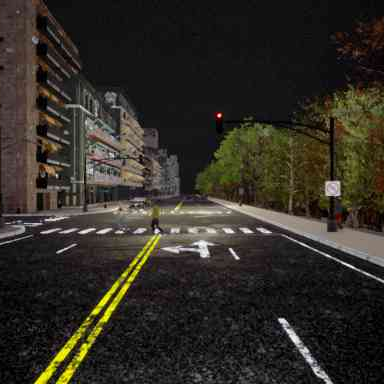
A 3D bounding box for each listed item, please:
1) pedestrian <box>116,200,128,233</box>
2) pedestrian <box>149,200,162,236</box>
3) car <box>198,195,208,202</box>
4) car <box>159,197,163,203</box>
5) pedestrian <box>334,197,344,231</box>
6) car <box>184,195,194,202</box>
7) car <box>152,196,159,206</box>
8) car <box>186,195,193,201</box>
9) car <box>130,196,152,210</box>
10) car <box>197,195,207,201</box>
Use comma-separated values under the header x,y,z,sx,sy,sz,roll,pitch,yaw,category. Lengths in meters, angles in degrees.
x,y,z,sx,sy,sz,roll,pitch,yaw,category
-3.868,1.304,18.284,0.375,1.860,0.375,0,0,0,pedestrian
-1.876,1.295,17.002,0.375,1.860,0.375,0,0,0,pedestrian
2.614,1.546,74.538,2.128,1.511,4.902,0,0,0,car
-7.090,1.624,69.105,1.895,1.301,4.718,0,0,0,car
7.818,1.143,17.783,0.375,1.860,0.375,0,0,0,pedestrian
-0.636,1.545,74.507,2.128,1.511,4.902,0,0,0,car
-7.052,1.366,54.377,2.097,1.767,4.553,0,0,0,car
-0.724,1.491,84.931,1.812,1.442,4.674,0,0,0,car
-6.975,1.500,44.075,2.128,1.511,4.902,0,0,0,car
2.525,1.492,84.958,2.128,1.511,4.902,0,0,0,car
